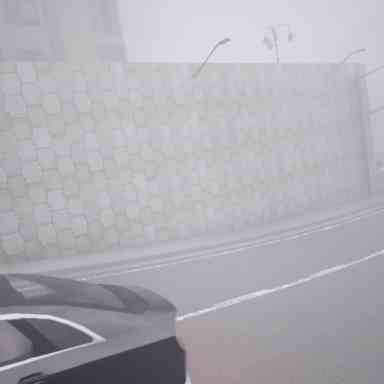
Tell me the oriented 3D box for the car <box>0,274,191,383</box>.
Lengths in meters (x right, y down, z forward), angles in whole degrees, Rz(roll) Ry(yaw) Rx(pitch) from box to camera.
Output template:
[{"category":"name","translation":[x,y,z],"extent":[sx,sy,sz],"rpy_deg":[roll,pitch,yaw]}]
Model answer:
[{"category":"car","translation":[-2.309,1.495,2.341],"extent":[4.902,1.511,2.128],"rpy_deg":[0,0,-36]}]

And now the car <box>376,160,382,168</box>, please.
[{"category":"car","translation":[17.731,-3.009,35.284],"extent":[1.994,1.385,4.181],"rpy_deg":[-15,9,-34]}]
